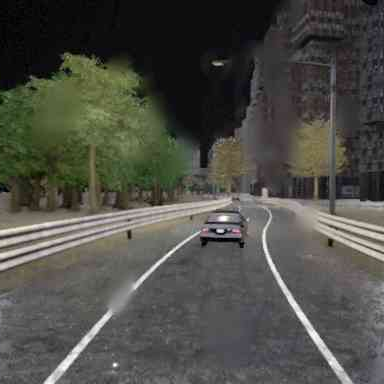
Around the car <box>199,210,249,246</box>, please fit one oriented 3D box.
[{"bbox_3d":[1.587,1.553,15.315,2.033,1.411,5.357,0,0,11],"label":"car"}]

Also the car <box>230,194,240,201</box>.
[{"bbox_3d":[9.982,1.310,79.457,2.097,1.767,4.553,0,0,-5],"label":"car"}]
